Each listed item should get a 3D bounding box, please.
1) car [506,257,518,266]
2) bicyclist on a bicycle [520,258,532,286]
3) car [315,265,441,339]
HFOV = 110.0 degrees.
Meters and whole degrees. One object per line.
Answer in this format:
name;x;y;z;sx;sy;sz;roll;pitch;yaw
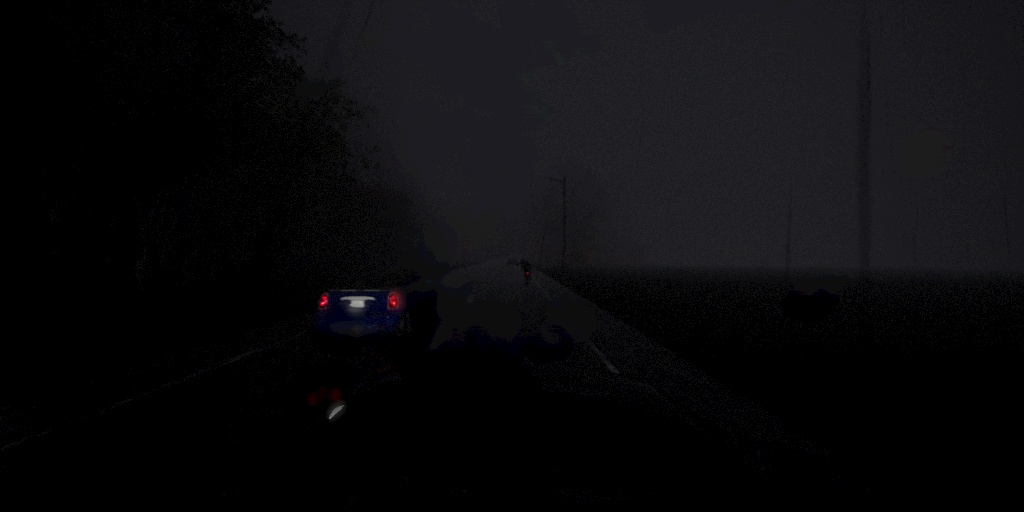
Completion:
car;0.069;0.955;60.853;1.994;1.385;4.181;0;0;0
bicyclist on a bicycle;0.969;1.078;22.318;0.582;1.620;1.656;0;0;0
car;-3.397;1.052;10.020;2.097;1.767;4.553;0;0;0
